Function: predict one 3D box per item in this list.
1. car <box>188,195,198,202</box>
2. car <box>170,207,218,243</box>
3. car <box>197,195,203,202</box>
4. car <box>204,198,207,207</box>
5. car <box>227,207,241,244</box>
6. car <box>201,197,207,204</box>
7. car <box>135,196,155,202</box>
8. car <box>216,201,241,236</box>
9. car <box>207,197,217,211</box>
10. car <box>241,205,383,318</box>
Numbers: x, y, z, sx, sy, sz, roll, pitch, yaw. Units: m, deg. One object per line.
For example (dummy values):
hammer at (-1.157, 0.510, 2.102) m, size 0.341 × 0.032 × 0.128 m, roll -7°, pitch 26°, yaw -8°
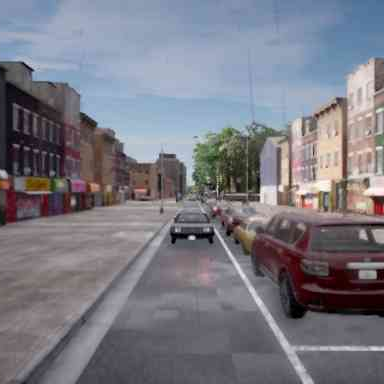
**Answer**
car at (0.050, 1.805, 85.740) m, size 1.994 × 1.385 × 4.181 m, roll 0°, pitch 0°, yaw 0°
car at (0.009, 1.616, 16.099) m, size 1.895 × 1.301 × 4.718 m, roll 0°, pitch 0°, yaw 0°
car at (2.668, 1.767, 69.207) m, size 1.947 × 1.339 × 4.313 m, roll -1°, pitch 0°, yaw 0°
car at (2.649, 1.610, 35.475) m, size 2.008 × 1.369 × 4.403 m, roll -1°, pitch 0°, yaw 0°
car at (2.637, 1.539, 13.156) m, size 1.752 × 1.417 × 4.829 m, roll 0°, pitch 0°, yaw 0°
car at (2.655, 1.646, 46.720) m, size 2.008 × 1.369 × 4.403 m, roll -1°, pitch 0°, yaw 0°
car at (-11.956, 1.751, 84.291) m, size 4.902 × 1.511 × 2.128 m, roll 0°, pitch 0°, yaw 0°
car at (2.639, 1.461, 18.609) m, size 1.967 × 1.590 × 4.097 m, roll -1°, pitch 0°, yaw 0°
car at (2.645, 1.484, 29.854) m, size 1.967 × 1.590 × 4.097 m, roll -1°, pitch 0°, yaw 0°
car at (2.632, 1.323, 7.365) m, size 2.192 × 1.841 × 5.009 m, roll 0°, pitch 0°, yaw 0°
